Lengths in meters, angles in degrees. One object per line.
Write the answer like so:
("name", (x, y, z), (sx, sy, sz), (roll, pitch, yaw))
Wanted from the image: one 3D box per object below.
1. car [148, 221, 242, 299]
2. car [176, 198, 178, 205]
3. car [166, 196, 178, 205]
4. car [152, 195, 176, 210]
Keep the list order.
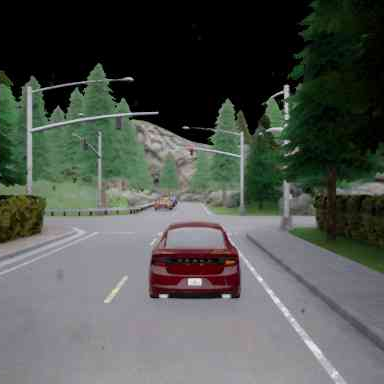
("car", (0.072, 1.483, 8.511), (1.882, 1.535, 5.008), (0, 0, 0))
("car", (-3.550, 1.512, 51.751), (1.882, 1.535, 5.008), (0, 0, 0))
("car", (-3.770, 1.518, 61.925), (1.882, 1.535, 5.008), (0, 0, -6))
("car", (-3.567, 1.380, 42.614), (2.097, 1.767, 4.553), (0, 0, 0))
